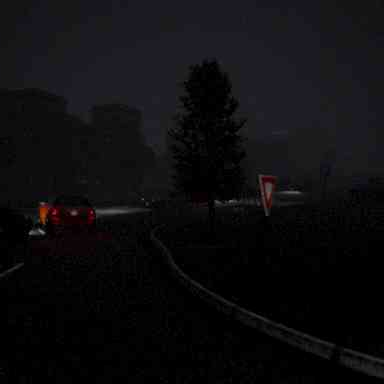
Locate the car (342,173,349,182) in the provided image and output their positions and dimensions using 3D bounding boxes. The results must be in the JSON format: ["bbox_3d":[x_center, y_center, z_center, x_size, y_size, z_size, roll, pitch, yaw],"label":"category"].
[{"bbox_3d":[25.999,-2.601,61.825,5.008,1.535,2.097,0,4,28],"label":"car"}]

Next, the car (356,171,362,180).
[{"bbox_3d":[30.329,-3.005,65.765,4.892,1.521,2.231,0,4,28],"label":"car"}]

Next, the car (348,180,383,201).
[{"bbox_3d":[17.145,-0.011,30.558,5.008,1.535,2.097,2,5,29],"label":"car"}]

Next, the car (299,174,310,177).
[{"bbox_3d":[15.217,-1.583,51.903,5.008,1.535,2.097,0,4,27],"label":"car"}]

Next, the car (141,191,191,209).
[{"bbox_3d":[-2.066,0.617,28.936,4.718,1.301,1.895,-3,4,-42],"label":"car"}]

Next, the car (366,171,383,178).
[{"bbox_3d":[43.319,-4.159,77.594,5.008,1.535,2.097,0,4,28],"label":"car"}]

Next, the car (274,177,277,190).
[{"bbox_3d":[8.764,-1.094,45.874,4.553,1.767,2.185,0,4,27],"label":"car"}]

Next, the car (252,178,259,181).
[{"bbox_3d":[6.613,-0.735,43.888,4.792,1.488,2.163,0,4,27],"label":"car"}]

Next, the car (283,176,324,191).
[{"bbox_3d":[14.921,-0.930,44.269,5.357,1.411,2.033,-5,5,-38],"label":"car"}]

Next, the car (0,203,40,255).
[{"bbox_3d":[-6.920,1.155,11.304,2.033,1.411,5.357,2,1,-14],"label":"car"}]

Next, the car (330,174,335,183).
[{"bbox_3d":[21.683,-2.194,57.864,5.008,1.535,2.097,0,4,27],"label":"car"}]

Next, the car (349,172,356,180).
[{"bbox_3d":[28.167,-2.802,63.793,4.892,1.521,2.231,0,4,28],"label":"car"}]

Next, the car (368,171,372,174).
[{"bbox_3d":[34.673,-3.534,69.692,4.553,1.767,2.185,0,4,28],"label":"car"}]

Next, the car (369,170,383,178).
[{"bbox_3d":[45.334,-4.337,79.642,5.366,1.575,1.946,0,4,28],"label":"car"}]

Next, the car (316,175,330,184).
[{"bbox_3d":[19.698,-1.994,55.789,5.366,1.575,1.946,0,4,27],"label":"car"}]

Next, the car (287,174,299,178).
[{"bbox_3d":[13.082,-1.503,49.873,4.553,1.767,2.185,0,4,27],"label":"car"}]

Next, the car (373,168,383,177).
[{"bbox_3d":[47.635,-4.749,81.513,5.566,2.045,2.435,0,4,28],"label":"car"}]

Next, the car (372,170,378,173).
[{"bbox_3d":[36.820,-3.567,71.698,4.674,1.452,2.002,0,4,28],"label":"car"}]

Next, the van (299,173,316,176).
[{"bbox_3d":[17.265,-2.012,53.928,4.442,1.987,1.878,0,4,27],"label":"van"}]

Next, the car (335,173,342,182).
[{"bbox_3d":[23.872,-2.368,59.827,4.792,1.488,2.163,0,4,28],"label":"car"}]

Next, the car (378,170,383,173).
[{"bbox_3d":[39.004,-3.921,73.630,4.553,1.767,2.185,0,4,28],"label":"car"}]

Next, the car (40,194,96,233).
[{"bbox_3d":[-6.324,0.883,16.504,2.097,1.767,4.553,1,1,-31],"label":"car"}]

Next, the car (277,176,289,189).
[{"bbox_3d":[10.875,-1.144,47.913,4.792,1.488,2.163,0,4,27],"label":"car"}]

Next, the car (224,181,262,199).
[{"bbox_3d":[5.493,-0.064,35.929,5.357,1.411,2.033,-5,6,-42],"label":"car"}]

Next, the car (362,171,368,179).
[{"bbox_3d":[32.492,-3.209,67.741,5.008,1.535,2.097,0,4,28],"label":"car"}]

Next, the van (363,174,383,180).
[{"bbox_3d":[19.509,-0.438,32.439,4.442,1.987,1.878,2,5,29],"label":"van"}]
